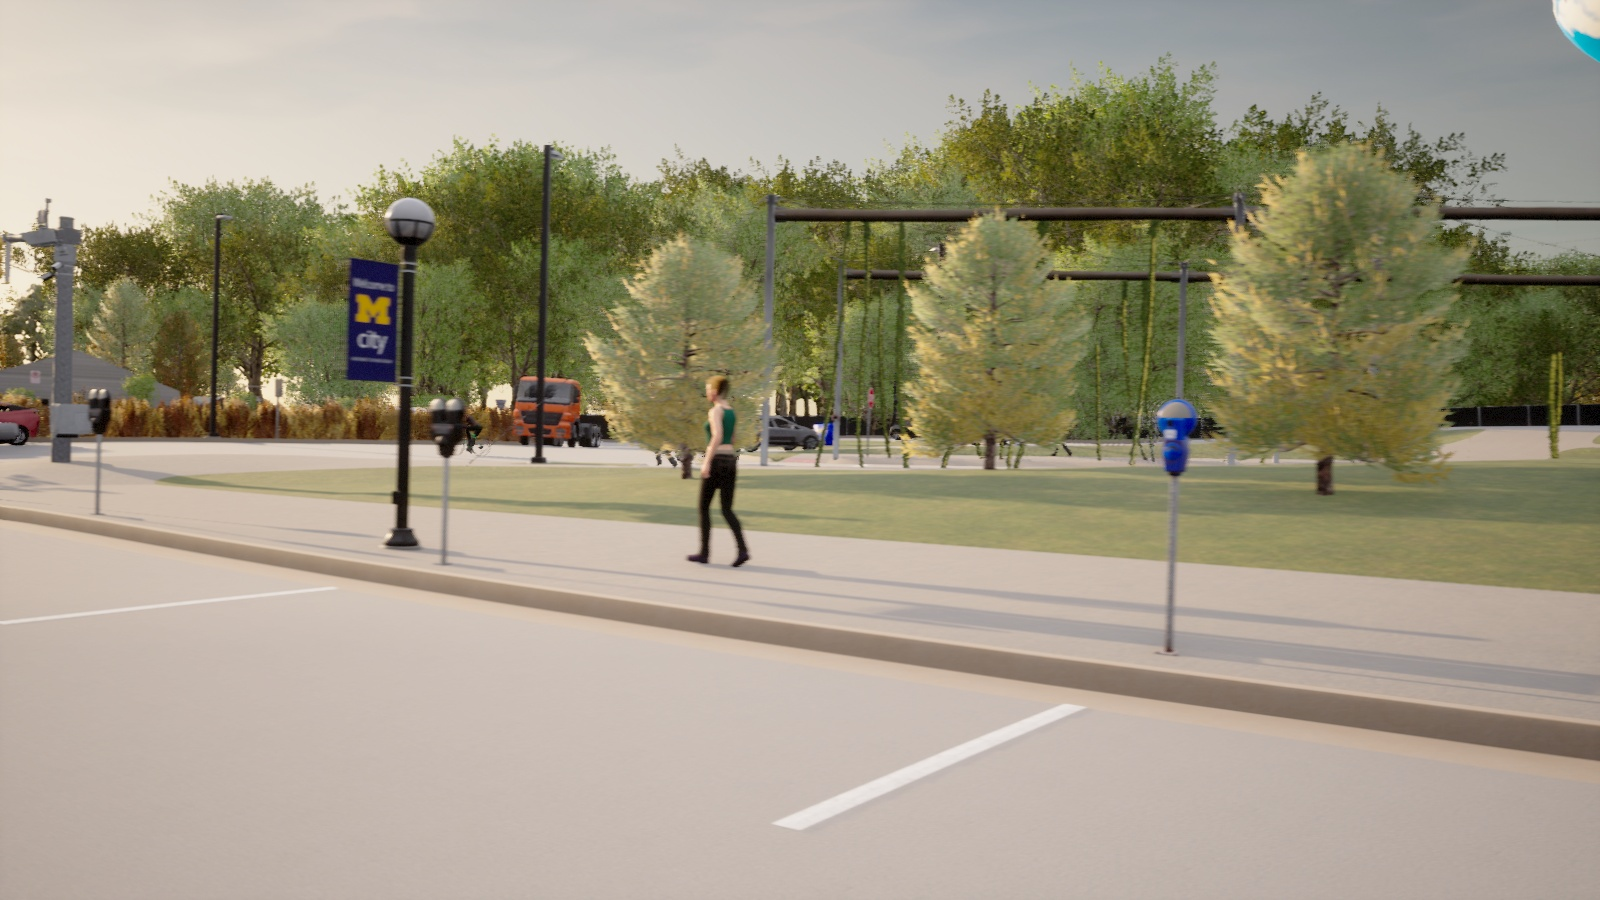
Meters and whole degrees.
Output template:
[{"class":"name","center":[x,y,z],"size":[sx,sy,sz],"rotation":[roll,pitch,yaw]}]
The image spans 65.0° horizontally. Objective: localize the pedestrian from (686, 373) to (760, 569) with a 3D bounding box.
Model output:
[{"class":"pedestrian","center":[-0.740,0.190,12.054],"size":[0.594,1.836,0.345],"rotation":[1,1,35]}]

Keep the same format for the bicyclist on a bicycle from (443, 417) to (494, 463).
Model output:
[{"class":"bicyclist on a bicycle","center":[-11.771,-0.357,44.563],"size":[1.656,1.620,0.582],"rotation":[0,2,6]}]

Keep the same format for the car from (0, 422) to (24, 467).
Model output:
[{"class":"car","center":[-25.443,-0.108,36.313],"size":[1.895,1.301,4.718],"rotation":[1,3,35]}]

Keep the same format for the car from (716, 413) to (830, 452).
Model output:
[{"class":"car","center":[-1.205,-0.793,56.532],"size":[4.611,1.667,2.242],"rotation":[-1,1,-29]}]

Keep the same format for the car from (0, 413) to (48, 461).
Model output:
[{"class":"car","center":[-27.049,-0.414,40.354],"size":[2.007,1.525,4.514],"rotation":[1,3,37]}]

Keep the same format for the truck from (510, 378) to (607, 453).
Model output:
[{"class":"truck","center":[-12.415,-1.679,65.338],"size":[2.891,3.462,7.936],"rotation":[3,-1,4]}]
